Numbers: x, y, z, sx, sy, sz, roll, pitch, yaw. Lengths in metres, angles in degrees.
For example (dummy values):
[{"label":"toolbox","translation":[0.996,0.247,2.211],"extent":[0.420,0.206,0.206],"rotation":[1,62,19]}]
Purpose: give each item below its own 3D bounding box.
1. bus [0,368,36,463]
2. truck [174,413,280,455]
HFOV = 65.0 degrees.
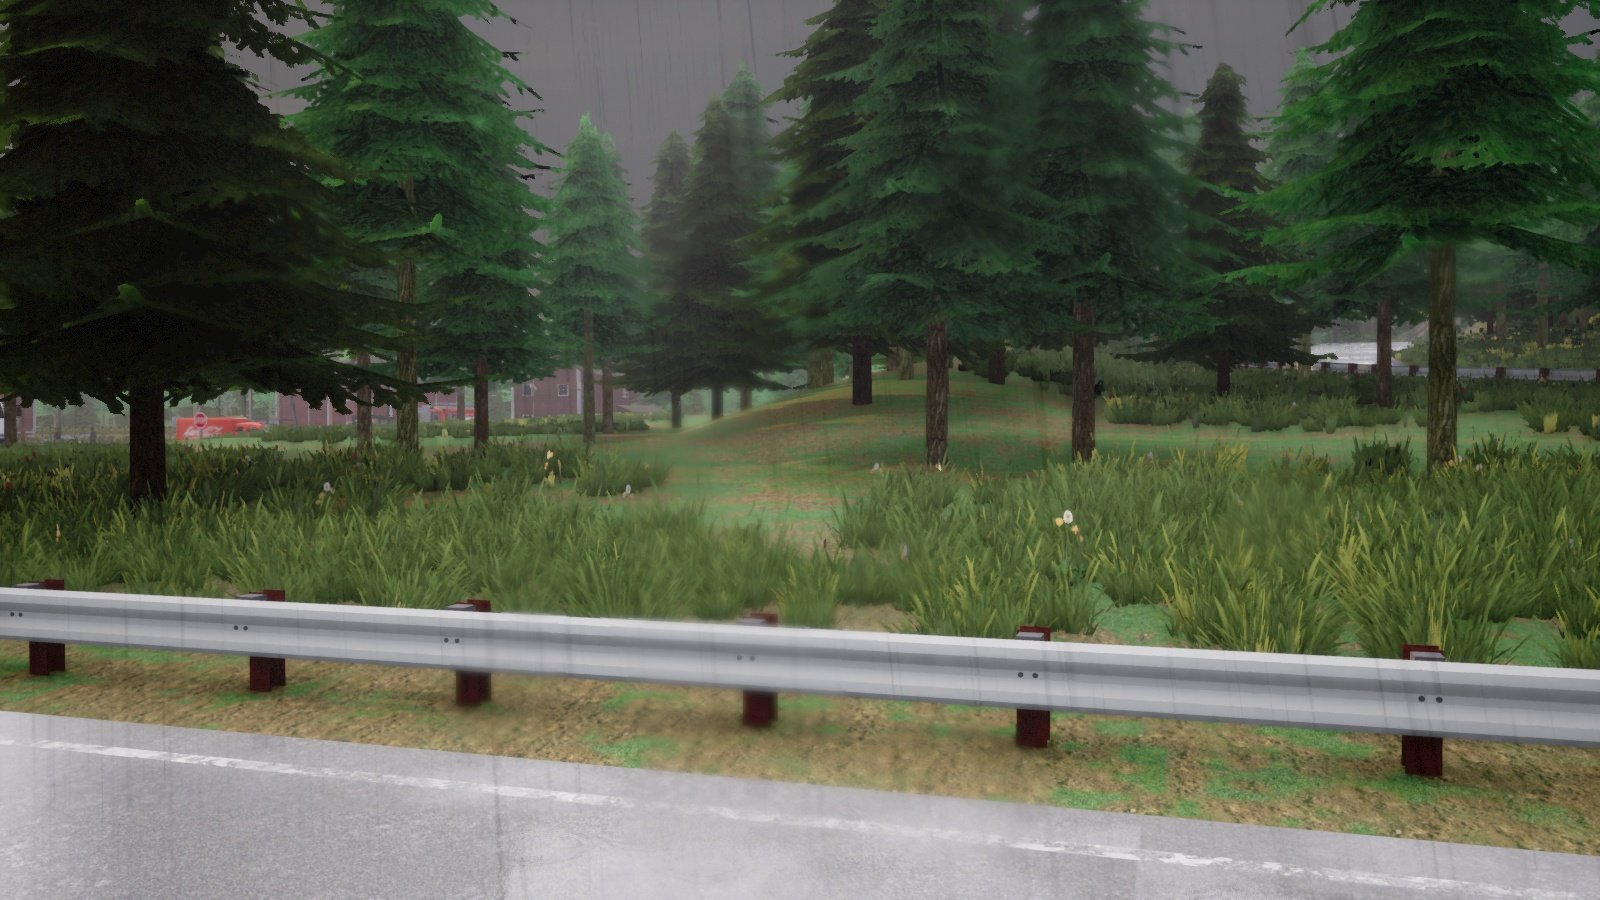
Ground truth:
[{"label":"bus","translation":[-38.677,-1.527,53.640],"extent":[3.944,4.253,10.273],"rotation":[1,1,17]},{"label":"truck","translation":[-34.827,-0.995,76.442],"extent":[5.204,2.467,2.627],"rotation":[1,2,-1]}]
